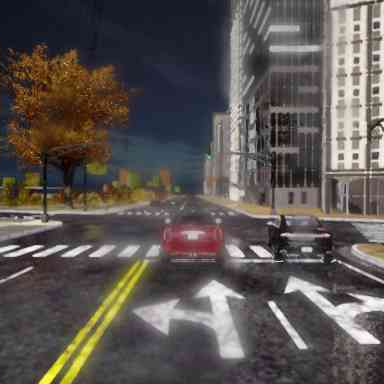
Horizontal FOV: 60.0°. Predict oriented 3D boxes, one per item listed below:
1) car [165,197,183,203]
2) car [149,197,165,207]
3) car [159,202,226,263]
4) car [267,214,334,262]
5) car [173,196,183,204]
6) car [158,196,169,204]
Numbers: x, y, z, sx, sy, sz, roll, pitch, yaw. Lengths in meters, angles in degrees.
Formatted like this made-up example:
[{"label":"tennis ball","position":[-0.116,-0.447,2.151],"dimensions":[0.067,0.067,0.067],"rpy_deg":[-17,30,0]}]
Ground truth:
[{"label":"car","position":[-3.291,1.853,60.711],"dimensions":[2.128,1.511,4.902],"rpy_deg":[0,0,1]},{"label":"car","position":[-6.533,1.909,60.527],"dimensions":[2.033,1.411,5.357],"rpy_deg":[0,0,1]},{"label":"car","position":[0.046,1.420,12.461],"dimensions":[2.097,1.767,4.553],"rpy_deg":[0,0,0]},{"label":"car","position":[3.930,1.563,12.523],"dimensions":[2.128,1.511,4.902],"rpy_deg":[0,0,10]},{"label":"car","position":[-3.249,1.820,75.890],"dimensions":[2.097,1.767,4.553],"rpy_deg":[0,0,0]},{"label":"car","position":[-6.499,1.819,75.794],"dimensions":[2.097,1.767,4.553],"rpy_deg":[0,0,0]}]
